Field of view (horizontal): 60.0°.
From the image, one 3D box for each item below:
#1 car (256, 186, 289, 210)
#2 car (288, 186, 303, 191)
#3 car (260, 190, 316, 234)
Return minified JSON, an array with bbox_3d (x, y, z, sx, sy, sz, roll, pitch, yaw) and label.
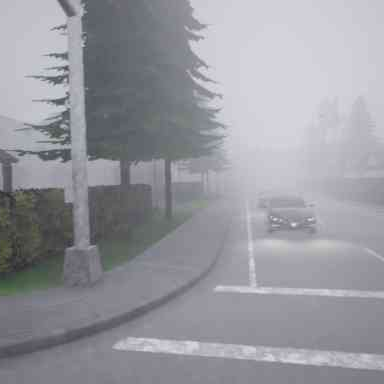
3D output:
[{"bbox_3d":[5.890,0.470,25.199,1.882,1.535,5.008,-1,2,9],"label":"car"},{"bbox_3d":[11.681,-0.051,38.968,1.994,1.385,4.181,-1,2,7],"label":"car"},{"bbox_3d":[4.223,0.889,14.899,1.837,1.490,4.892,-1,2,9],"label":"car"}]
